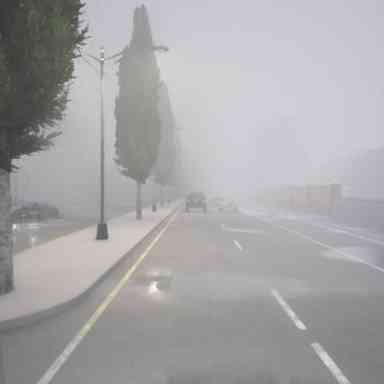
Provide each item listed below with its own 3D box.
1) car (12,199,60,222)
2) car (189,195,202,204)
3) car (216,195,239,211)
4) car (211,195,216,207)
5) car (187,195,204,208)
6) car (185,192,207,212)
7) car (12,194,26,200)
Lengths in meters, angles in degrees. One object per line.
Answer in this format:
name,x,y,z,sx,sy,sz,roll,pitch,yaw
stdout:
car,-11.351,1.404,24.460,1.994,1.385,4.181,0,0,1
car,0.528,1.235,53.805,1.994,1.385,4.181,0,0,1
car,3.942,1.308,36.140,1.812,1.442,4.674,0,0,1
car,4.015,1.329,45.016,1.895,1.301,4.718,0,0,1
car,0.513,1.217,44.936,2.128,1.511,4.902,0,0,1
car,0.431,1.007,35.068,2.150,2.045,5.566,0,0,1
car,-21.018,0.909,38.873,4.718,1.301,1.895,5,0,2
